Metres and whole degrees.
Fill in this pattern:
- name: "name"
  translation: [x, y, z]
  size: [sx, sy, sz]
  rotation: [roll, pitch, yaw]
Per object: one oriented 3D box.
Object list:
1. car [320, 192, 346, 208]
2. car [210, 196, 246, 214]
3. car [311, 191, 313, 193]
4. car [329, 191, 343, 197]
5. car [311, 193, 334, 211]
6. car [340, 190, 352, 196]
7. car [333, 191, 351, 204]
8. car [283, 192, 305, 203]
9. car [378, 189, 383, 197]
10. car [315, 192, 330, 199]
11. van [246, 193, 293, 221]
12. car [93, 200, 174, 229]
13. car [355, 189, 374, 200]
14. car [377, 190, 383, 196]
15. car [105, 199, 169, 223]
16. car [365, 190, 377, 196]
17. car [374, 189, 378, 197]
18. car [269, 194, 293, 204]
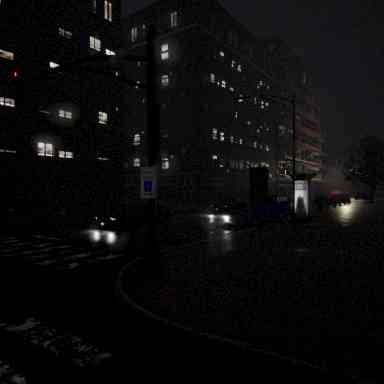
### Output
- name: "car"
  translation: [15.549, 0.979, 37.511]
  size: [1.887, 1.381, 4.507]
  rotation: [1, 1, 36]
- name: "car"
  translation: [3.451, 1.140, 29.903]
  size: [1.812, 1.442, 4.674]
  rotation: [0, 1, 36]
- name: "car"
  translation: [15.829, 0.888, 47.085]
  size: [1.994, 1.385, 4.181]
  rotation: [0, 1, 36]
- name: "car"
  translation: [32.262, 0.428, 74.473]
  size: [1.887, 1.381, 4.507]
  rotation: [1, 1, 36]
- name: "car"
  translation: [12.264, 1.078, 32.912]
  size: [1.947, 1.339, 4.313]
  rotation: [1, 1, 36]
- name: "car"
  translation: [38.824, 0.278, 83.663]
  size: [2.008, 1.369, 4.403]
  rotation: [1, 1, 36]
- name: "car"
  translation: [18.834, 0.923, 42.111]
  size: [1.947, 1.339, 4.313]
  rotation: [1, 1, 36]
- name: "car"
  translation: [15.757, 0.801, 51.361]
  size: [1.752, 1.417, 4.829]
  rotation: [1, 1, 36]
- name: "car"
  translation: [41.827, 0.356, 74.307]
  size: [1.887, 1.381, 4.507]
  rotation: [1, 1, 36]
- name: "car"
  translation: [25.699, 0.621, 65.284]
  size: [1.802, 1.307, 4.206]
  rotation: [1, 1, 36]
- name: "van"
  translation: [5.695, 1.009, 23.708]
  size: [1.690, 1.788, 3.998]
  rotation: [1, 1, 36]
- name: "car"
  translation: [-3.364, 1.323, 20.365]
  size: [2.033, 1.411, 5.357]
  rotation: [0, 1, 36]
- name: "car"
  translation: [28.688, 0.564, 55.907]
  size: [1.967, 1.590, 4.097]
  rotation: [1, 1, 36]
- name: "car"
  translation: [45.111, 0.315, 78.907]
  size: [1.802, 1.307, 4.206]
  rotation: [1, 1, 36]
- name: "car"
  translation: [-3.832, 1.283, 23.931]
  size: [1.887, 1.381, 4.507]
  rotation: [1, 1, 36]
- name: "car"
  translation: [44.217, 0.216, 82.085]
  size: [1.994, 1.385, 4.181]
  rotation: [0, 1, 36]
- name: "car"
  translation: [31.973, 0.590, 60.509]
  size: [1.887, 1.381, 4.507]
  rotation: [1, 1, 36]
- name: "car"
  translation: [12.574, 0.933, 46.906]
  size: [1.802, 1.307, 4.206]
  rotation: [1, 1, 36]
